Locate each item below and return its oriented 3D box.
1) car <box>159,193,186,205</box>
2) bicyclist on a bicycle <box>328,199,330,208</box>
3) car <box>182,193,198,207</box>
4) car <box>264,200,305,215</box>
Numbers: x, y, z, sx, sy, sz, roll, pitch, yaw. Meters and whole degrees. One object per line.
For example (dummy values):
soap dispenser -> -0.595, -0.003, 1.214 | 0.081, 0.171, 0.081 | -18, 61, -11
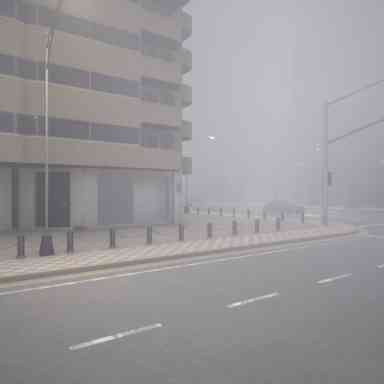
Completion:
car -> -3.434, 1.166, 58.421 | 2.150, 2.045, 5.566 | 0, 0, -34
bicyclist on a bicycle -> 17.404, 1.245, 43.090 | 1.656, 1.620, 0.582 | 0, 0, -35
car -> -1.950, 1.165, 49.924 | 2.150, 2.045, 5.566 | 0, 0, -35
car -> 9.334, 1.508, 33.803 | 1.994, 1.385, 4.181 | 0, 0, -35
